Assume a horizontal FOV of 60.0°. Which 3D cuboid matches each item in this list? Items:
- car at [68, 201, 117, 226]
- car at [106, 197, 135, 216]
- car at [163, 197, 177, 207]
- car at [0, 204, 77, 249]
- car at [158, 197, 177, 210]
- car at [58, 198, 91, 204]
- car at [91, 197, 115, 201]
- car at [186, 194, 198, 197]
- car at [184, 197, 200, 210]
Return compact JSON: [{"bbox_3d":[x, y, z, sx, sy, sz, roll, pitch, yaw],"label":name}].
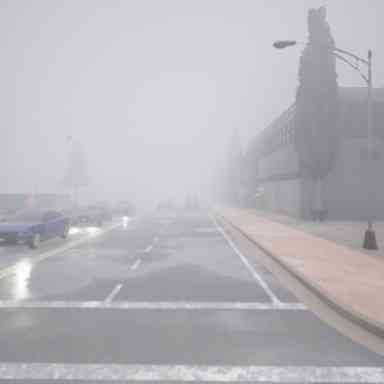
[{"bbox_3d":[-7.069,1.621,23.876,1.994,1.385,4.181,0,0,1],"label":"car"},{"bbox_3d":[-7.014,1.586,33.949,1.837,1.490,4.892,0,0,0],"label":"car"},{"bbox_3d":[-3.502,1.607,54.021,1.882,1.535,5.008,0,0,0],"label":"car"},{"bbox_3d":[-7.083,1.514,14.885,1.882,1.535,5.008,0,0,0],"label":"car"},{"bbox_3d":[-3.401,1.706,43.944,1.895,1.301,4.718,0,0,0],"label":"car"},{"bbox_3d":[-10.557,1.545,28.214,1.882,1.535,5.008,0,0,0],"label":"car"},{"bbox_3d":[-10.502,1.640,38.675,2.033,1.411,5.357,0,0,0],"label":"car"},{"bbox_3d":[-0.002,1.350,53.729,2.150,2.045,5.566,0,0,0],"label":"car"},{"bbox_3d":[-0.002,1.669,43.826,1.994,1.385,4.181,0,0,0],"label":"car"}]
